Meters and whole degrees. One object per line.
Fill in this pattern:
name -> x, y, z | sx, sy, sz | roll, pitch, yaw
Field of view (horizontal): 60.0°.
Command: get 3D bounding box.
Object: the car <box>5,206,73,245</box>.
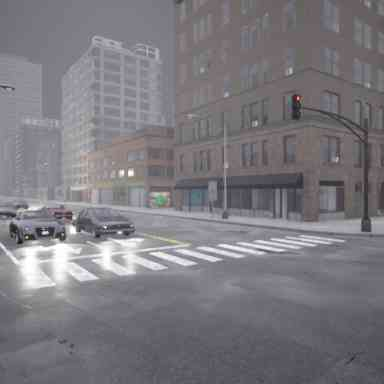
car -> -7.419, 1.570, 15.856 | 1.994, 1.385, 4.181 | 0, 0, -35

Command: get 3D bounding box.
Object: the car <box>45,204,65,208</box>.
car -> -10.615, 1.615, 26.056 | 1.895, 1.301, 4.718 | 0, 0, -35

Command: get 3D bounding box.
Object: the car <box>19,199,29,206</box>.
car -> -22.379, 1.582, 42.900 | 2.033, 1.411, 5.357 | 0, 0, -35

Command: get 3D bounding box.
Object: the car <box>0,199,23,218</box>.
car -> -16.182, 1.566, 28.326 | 2.033, 1.411, 5.357 | 0, 0, -35

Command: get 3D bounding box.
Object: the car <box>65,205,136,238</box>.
car -> -4.980, 1.554, 18.040 | 2.033, 1.411, 5.357 | 0, 0, -35
